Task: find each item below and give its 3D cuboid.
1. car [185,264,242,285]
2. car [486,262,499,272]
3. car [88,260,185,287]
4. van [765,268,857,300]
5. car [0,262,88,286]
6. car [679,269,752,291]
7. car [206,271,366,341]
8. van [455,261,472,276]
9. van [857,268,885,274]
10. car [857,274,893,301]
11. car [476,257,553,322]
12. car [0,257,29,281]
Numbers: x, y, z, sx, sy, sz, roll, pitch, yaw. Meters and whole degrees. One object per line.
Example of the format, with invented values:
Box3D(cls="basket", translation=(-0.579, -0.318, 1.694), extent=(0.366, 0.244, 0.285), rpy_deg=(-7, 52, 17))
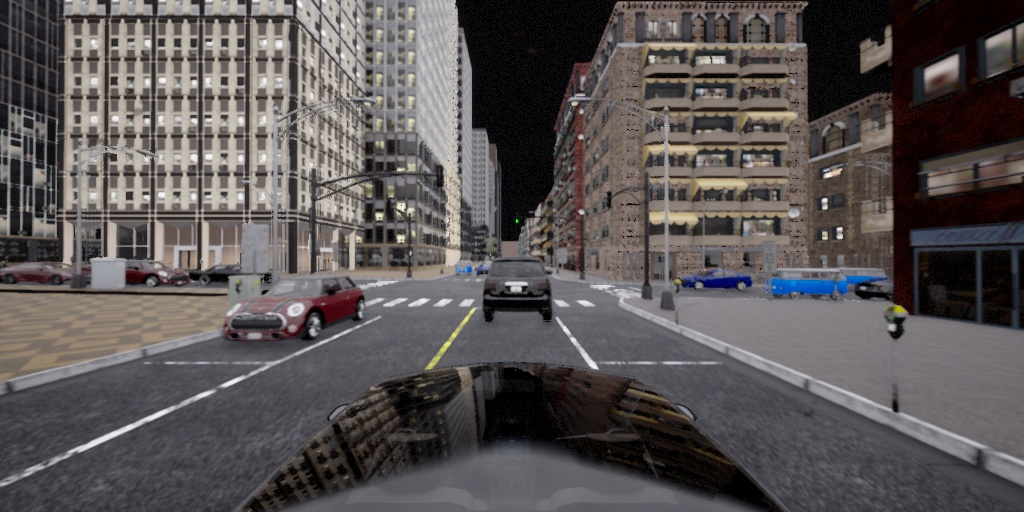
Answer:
Box3D(cls="car", translation=(-17.854, 1.217, 23.293), extent=(4.718, 1.301, 1.895), rpy_deg=(1, 0, 0))
Box3D(cls="car", translation=(-3.044, 1.742, 56.854), extent=(1.812, 1.442, 4.674), rpy_deg=(0, -1, 0))
Box3D(cls="car", translation=(-21.141, 0.976, 20.693), extent=(4.097, 1.591, 1.967), rpy_deg=(0, 0, 0))
Box3D(cls="van", translation=(16.918, 1.607, 20.626), extent=(3.998, 1.789, 1.690), rpy_deg=(0, 0, 0))
Box3D(cls="car", translation=(-26.716, 1.011, 20.683), extent=(4.207, 1.307, 1.802), rpy_deg=(0, 0, 0))
Box3D(cls="car", translation=(14.976, 1.747, 26.553), extent=(5.008, 1.535, 1.882), rpy_deg=(0, 0, 0))
Box3D(cls="car", translation=(-5.688, 1.258, 9.919), extent=(1.967, 1.591, 4.097), rpy_deg=(0, 0, 0))
Box3D(cls="van", translation=(-5.678, 1.432, 42.392), extent=(1.690, 1.789, 3.998), rpy_deg=(0, 0, 0))
Box3D(cls="van", translation=(27.927, 1.876, 29.164), extent=(3.998, 1.789, 1.690), rpy_deg=(0, 0, 0))
Box3D(cls="car", translation=(22.458, 1.939, 20.806), extent=(4.313, 1.339, 1.948), rpy_deg=(0, 0, 0))
Box3D(cls="car", translation=(0.297, 1.063, 12.939), extent=(2.150, 2.045, 5.566), rpy_deg=(0, -1, 4))
Box3D(cls="car", translation=(-35.059, 0.791, 23.268), extent=(4.892, 1.490, 1.837), rpy_deg=(1, 0, 0))
